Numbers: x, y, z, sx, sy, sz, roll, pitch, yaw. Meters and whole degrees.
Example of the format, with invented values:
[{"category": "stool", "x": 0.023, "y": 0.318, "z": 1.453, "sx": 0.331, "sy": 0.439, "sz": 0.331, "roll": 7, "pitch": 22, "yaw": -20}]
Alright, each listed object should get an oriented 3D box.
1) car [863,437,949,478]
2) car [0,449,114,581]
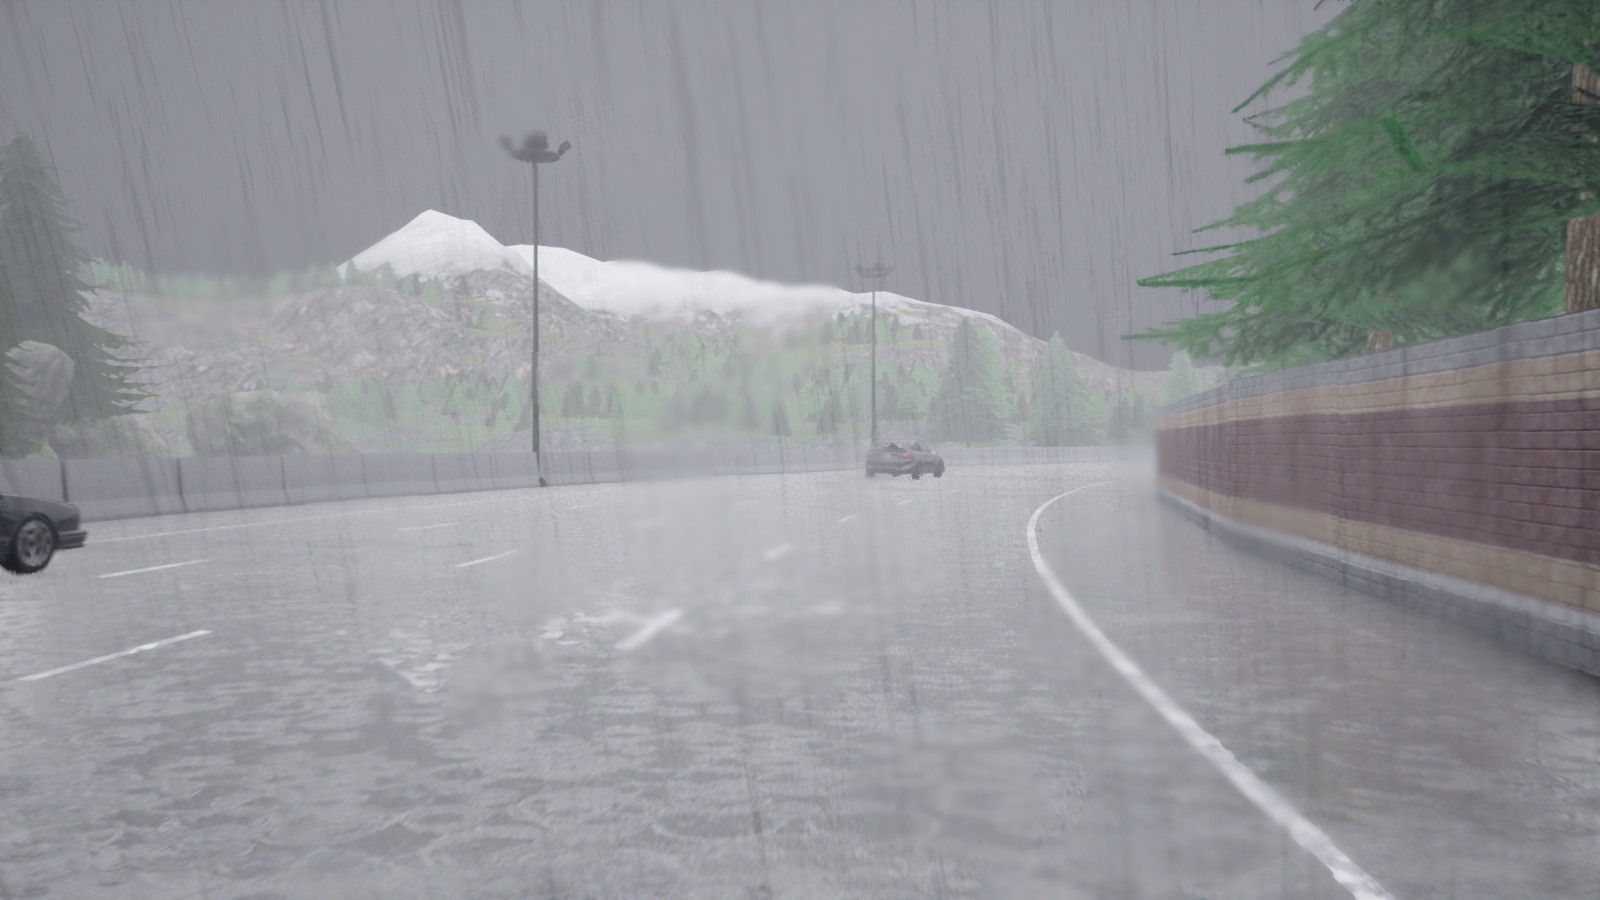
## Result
[{"category": "car", "x": 4.522, "y": 0.298, "z": 52.933, "sx": 2.242, "sy": 1.667, "sz": 4.611, "roll": 0, "pitch": 0, "yaw": 24}, {"category": "car", "x": -9.738, "y": 0.709, "z": 12.851, "sx": 2.033, "sy": 1.411, "sz": 5.357, "roll": 0, "pitch": 0, "yaw": 7}]
